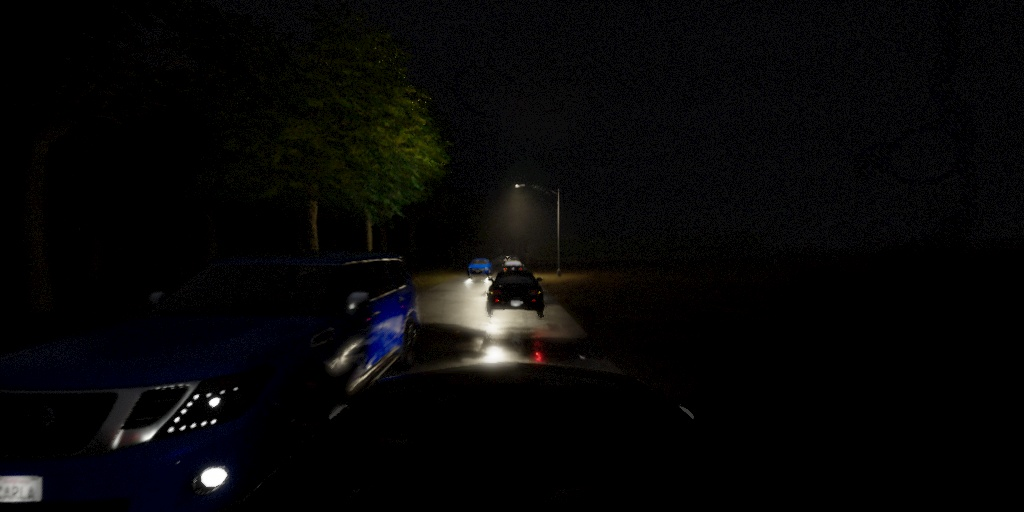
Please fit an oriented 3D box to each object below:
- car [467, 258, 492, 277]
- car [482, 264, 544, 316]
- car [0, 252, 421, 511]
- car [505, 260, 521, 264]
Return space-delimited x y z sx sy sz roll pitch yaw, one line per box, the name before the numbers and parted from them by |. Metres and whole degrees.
car | -2.803 0.990 31.978 1.882 1.535 5.008 0 0 0
car | 0.112 1.197 12.769 1.812 1.442 4.674 0 0 0
car | -2.815 0.951 4.785 2.150 2.045 5.566 0 0 0
car | 0.096 1.064 31.530 2.033 1.411 5.357 0 1 0
